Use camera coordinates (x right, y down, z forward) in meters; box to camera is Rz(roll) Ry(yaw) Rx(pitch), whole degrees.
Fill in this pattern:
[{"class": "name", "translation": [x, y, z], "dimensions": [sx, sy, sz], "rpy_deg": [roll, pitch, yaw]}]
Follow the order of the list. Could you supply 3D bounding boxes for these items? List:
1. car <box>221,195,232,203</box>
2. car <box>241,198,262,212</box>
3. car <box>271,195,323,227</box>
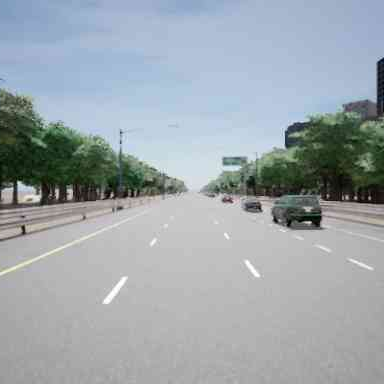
[{"class": "car", "translation": [7.278, 1.357, 70.230], "dimensions": [2.097, 1.767, 4.553], "rpy_deg": [0, 0, 0]}, {"class": "car", "translation": [7.093, 1.516, 39.878], "dimensions": [1.837, 1.490, 4.892], "rpy_deg": [0, 0, 0]}, {"class": "car", "translation": [7.032, 1.229, 22.789], "dimensions": [2.150, 2.045, 5.566], "rpy_deg": [0, 0, 0]}]
